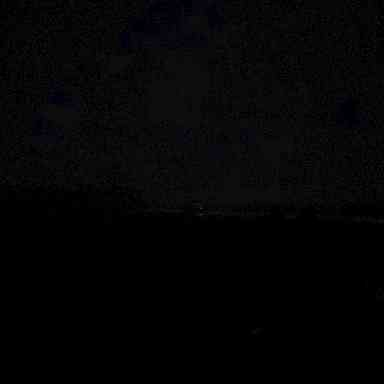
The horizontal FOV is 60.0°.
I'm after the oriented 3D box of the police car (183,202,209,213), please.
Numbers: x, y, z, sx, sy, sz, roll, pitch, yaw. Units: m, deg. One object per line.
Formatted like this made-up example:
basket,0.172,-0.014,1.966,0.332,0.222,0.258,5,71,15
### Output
police car,0.626,2.377,51.286,1.930,1.638,5.238,-2,0,-36
